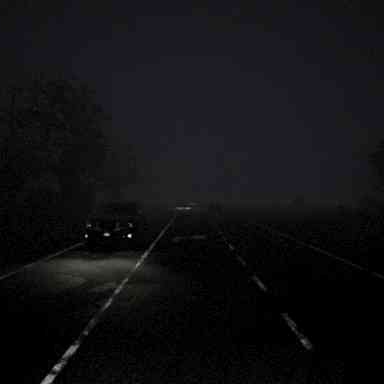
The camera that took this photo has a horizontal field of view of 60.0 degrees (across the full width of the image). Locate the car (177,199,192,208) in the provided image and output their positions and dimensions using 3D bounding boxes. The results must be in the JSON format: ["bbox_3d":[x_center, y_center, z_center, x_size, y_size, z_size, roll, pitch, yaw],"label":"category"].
[{"bbox_3d":[-1.603,2.232,62.312,1.837,1.490,4.892,0,-1,7],"label":"car"}]

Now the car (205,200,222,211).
[{"bbox_3d":[3.369,2.039,49.449,1.882,1.535,5.008,0,-1,0],"label":"car"}]

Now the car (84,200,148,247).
[{"bbox_3d":[-3.529,1.427,16.490,2.150,2.045,5.566,0,-1,0],"label":"car"}]

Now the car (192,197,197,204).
[{"bbox_3d":[-0.254,2.611,93.725,1.812,1.442,4.674,0,-1,0],"label":"car"}]
